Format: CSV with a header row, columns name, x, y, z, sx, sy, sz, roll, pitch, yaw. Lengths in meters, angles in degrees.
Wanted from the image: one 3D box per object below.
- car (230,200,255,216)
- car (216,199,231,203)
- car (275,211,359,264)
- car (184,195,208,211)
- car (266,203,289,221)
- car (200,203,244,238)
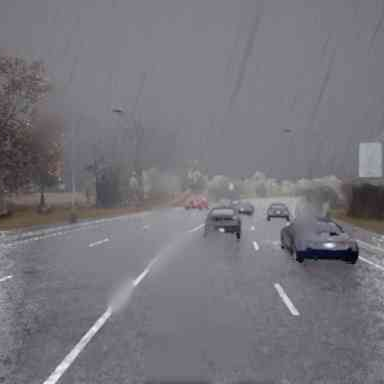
name,x,y,z,sx,sy,sz,roll,pitch,yaw
car,5.587,1.734,35.626,1.994,1.385,4.181,0,0,15
car,4.510,1.706,45.413,1.837,1.490,4.892,0,-1,17
car,4.497,1.635,12.311,1.994,1.385,4.181,0,0,7
car,0.662,1.400,44.756,2.150,2.045,5.566,0,-1,16
car,7.488,1.703,29.051,2.033,1.411,5.357,0,0,14
car,1.795,1.587,18.281,1.837,1.490,4.892,0,0,9
